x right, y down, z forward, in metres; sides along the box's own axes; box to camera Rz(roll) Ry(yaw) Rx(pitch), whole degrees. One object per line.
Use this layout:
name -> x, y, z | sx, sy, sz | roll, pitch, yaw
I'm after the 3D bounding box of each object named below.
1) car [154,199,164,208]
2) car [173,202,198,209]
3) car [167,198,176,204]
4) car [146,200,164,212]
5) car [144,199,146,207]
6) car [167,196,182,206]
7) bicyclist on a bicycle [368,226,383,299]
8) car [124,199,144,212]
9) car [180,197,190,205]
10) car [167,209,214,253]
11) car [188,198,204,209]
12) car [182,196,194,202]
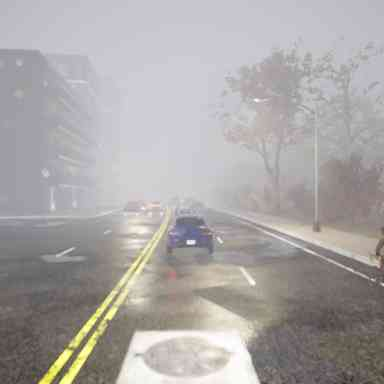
car -> -6.351, 2.174, 63.759 | 1.812, 1.442, 4.674 | 0, -1, -5
car -> -0.736, 1.936, 32.449 | 1.895, 1.301, 4.718 | 0, -1, -3
car -> -5.100, 2.295, 82.668 | 1.994, 1.385, 4.181 | 0, -1, -7
car -> -5.035, 1.961, 46.955 | 1.882, 1.535, 5.008 | 0, -1, -4
car -> -9.583, 2.144, 63.392 | 2.128, 1.511, 4.902 | 0, -1, -5
car -> -3.902, 1.947, 72.160 | 2.150, 2.045, 5.566 | 0, -1, -6
bicyclist on a bicycle -> 4.080, 1.522, 6.826 | 0.582, 1.620, 1.656 | 0, -1, -1
car -> -8.268, 1.961, 46.590 | 1.882, 1.535, 5.008 | 0, -1, -4
car -> -1.857, 2.178, 82.909 | 2.097, 1.767, 4.553 | 0, -1, -7
car -> -0.094, 1.675, 14.343 | 1.812, 1.442, 4.674 | 0, -1, -1
car -> 0.842, 2.143, 57.460 | 1.994, 1.385, 4.181 | 0, 0, -5
car -> -0.652, 1.947, 72.332 | 2.150, 2.045, 5.566 | 0, -1, -6
